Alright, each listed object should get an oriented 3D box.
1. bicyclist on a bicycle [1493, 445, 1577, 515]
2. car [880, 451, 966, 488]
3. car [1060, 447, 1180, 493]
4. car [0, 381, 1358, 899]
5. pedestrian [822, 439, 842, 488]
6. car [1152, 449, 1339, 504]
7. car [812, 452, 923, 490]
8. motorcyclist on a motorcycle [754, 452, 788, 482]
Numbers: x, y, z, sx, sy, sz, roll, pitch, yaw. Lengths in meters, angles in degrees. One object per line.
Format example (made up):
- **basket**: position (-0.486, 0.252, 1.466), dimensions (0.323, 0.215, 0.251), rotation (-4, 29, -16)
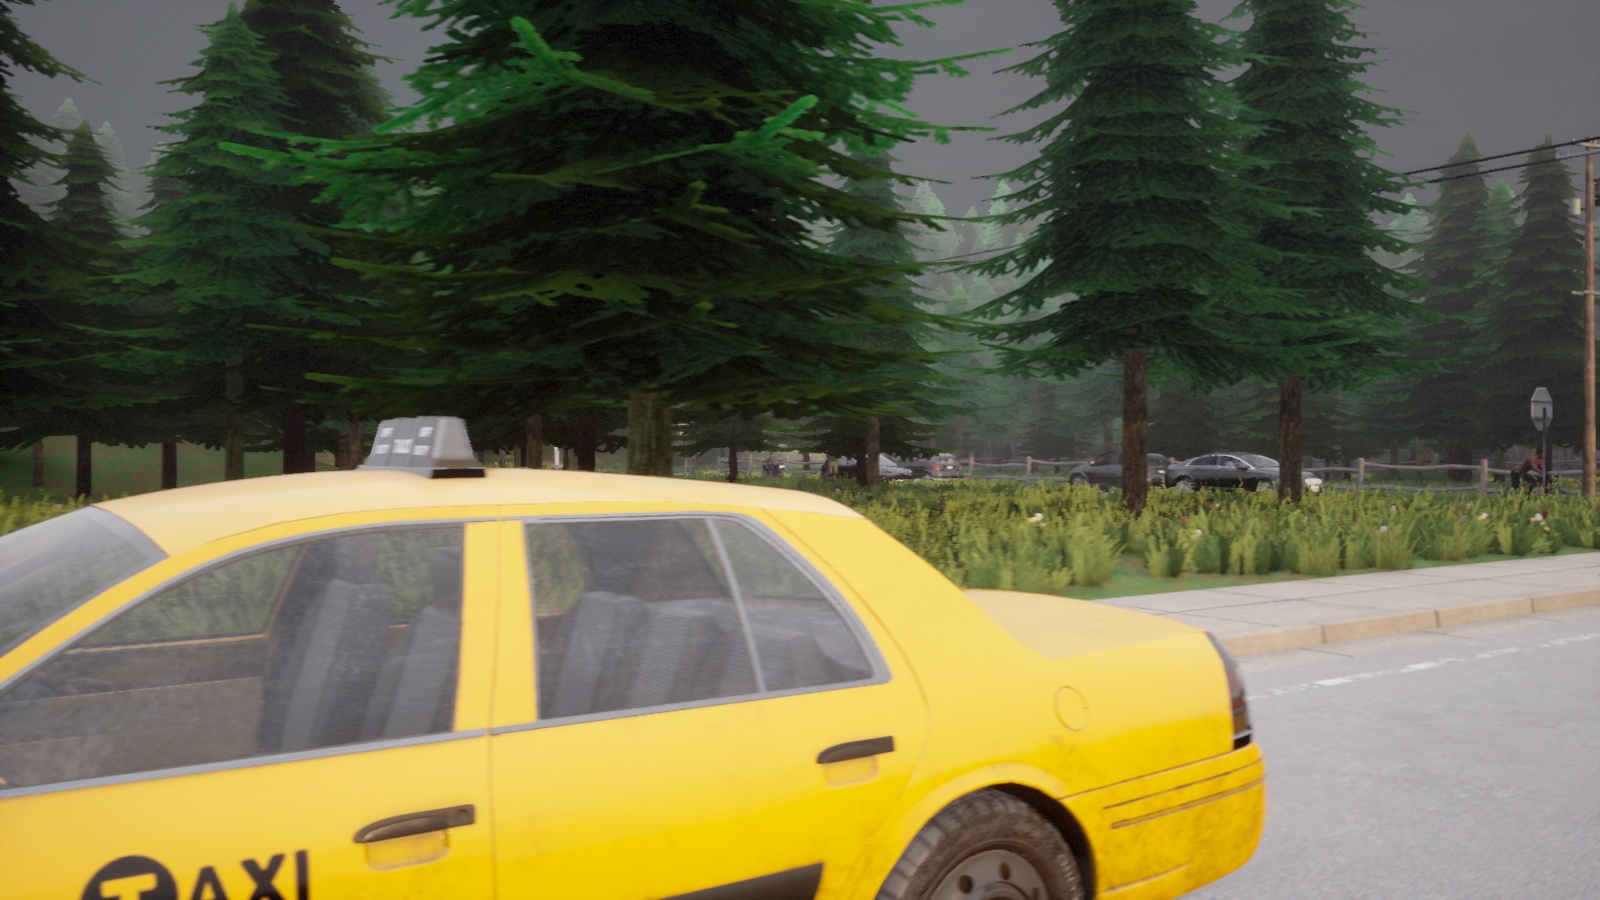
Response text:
- **bicyclist on a bicycle**: position (17.502, 0.699, 29.933), dimensions (0.582, 1.620, 1.656), rotation (0, 0, -32)
- **car**: position (5.338, 0.820, 54.856), dimensions (1.789, 1.549, 3.705), rotation (0, 0, -34)
- **car**: position (11.550, 0.702, 45.554), dimensions (1.851, 1.617, 3.988), rotation (0, 0, -34)
- **car**: position (-1.070, 0.693, 2.915), dimensions (5.366, 1.575, 1.801), rotation (0, 0, -35)
- **pedestrian**: position (1.211, 0.494, 47.535), dimensions (0.370, 1.835, 0.726), rotation (0, 0, -38)
- **car**: position (13.016, 0.729, 37.000), dimensions (2.128, 1.511, 4.902), rotation (0, 0, -33)
- **car**: position (2.749, 0.841, 52.428), dimensions (2.163, 1.488, 4.792), rotation (0, 0, -34)
- **motorcyclist on a motorcycle**: position (-1.493, 0.863, 65.120), dimensions (0.797, 1.523, 2.044), rotation (0, 0, -34)
